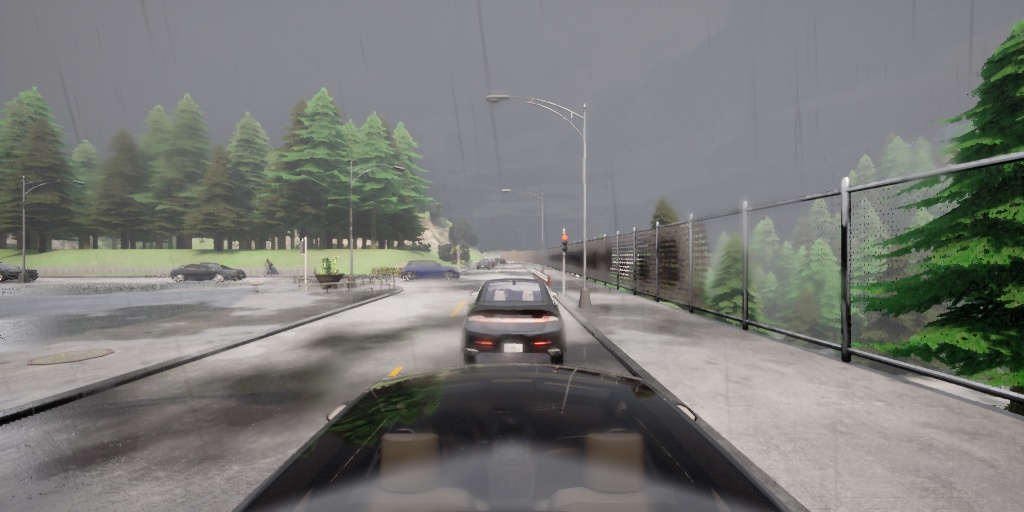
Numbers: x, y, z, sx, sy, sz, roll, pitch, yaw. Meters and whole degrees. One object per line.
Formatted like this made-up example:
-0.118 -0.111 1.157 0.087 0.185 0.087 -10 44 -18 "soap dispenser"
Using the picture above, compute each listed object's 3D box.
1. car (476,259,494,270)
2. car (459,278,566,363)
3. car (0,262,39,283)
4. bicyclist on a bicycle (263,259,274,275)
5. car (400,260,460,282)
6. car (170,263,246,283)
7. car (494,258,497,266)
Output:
-4.084 1.255 52.501 1.837 1.490 4.892 0 0 0 "car"
0.048 1.241 8.081 2.128 1.511 4.902 0 0 1 "car"
-39.166 1.228 27.193 5.008 1.535 1.882 0 0 0 "car"
-24.148 1.099 35.566 0.582 1.620 1.656 0 0 0 "bicyclist on a bicycle"
-6.467 1.102 28.413 4.553 1.767 2.097 0 0 -19 "car"
-22.939 1.255 27.169 4.892 1.490 1.837 0 0 0 "car"
-4.056 1.228 62.024 1.882 1.535 5.008 0 0 0 "car"
